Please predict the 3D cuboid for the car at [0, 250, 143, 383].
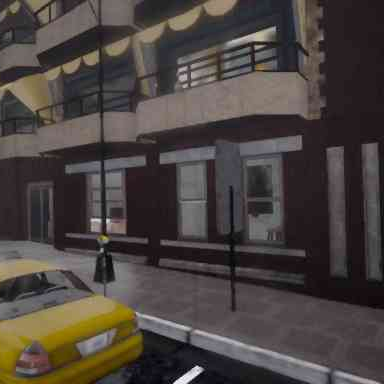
[{"bbox_3d":[-2.862,1.527,4.788,4.829,1.417,1.752,0,-2,36],"label":"car"}]
